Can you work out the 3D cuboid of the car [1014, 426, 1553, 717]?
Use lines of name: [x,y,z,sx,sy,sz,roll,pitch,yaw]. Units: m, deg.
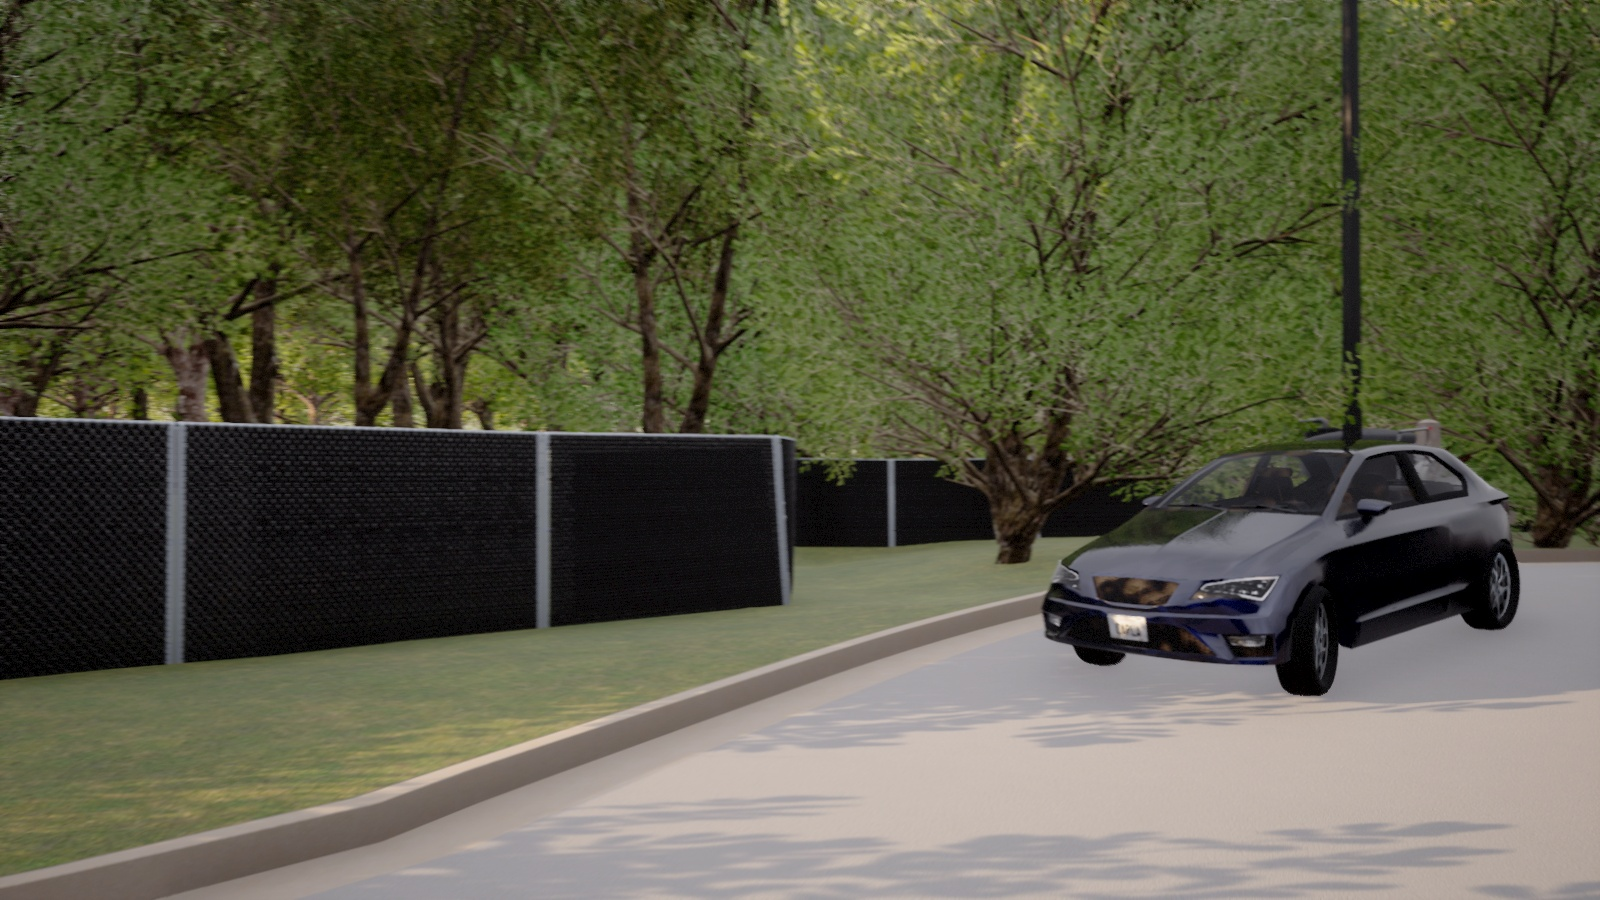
car: [3.661,0.677,9.133,4.193,1.474,1.816,-4,2,-40]
